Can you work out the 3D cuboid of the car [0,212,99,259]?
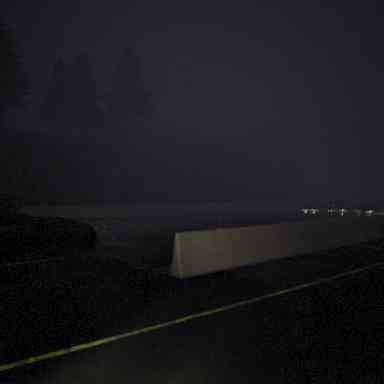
[{"bbox_3d":[-5.809,1.612,12.869,4.181,1.385,1.994,1,0,-37],"label":"car"}]

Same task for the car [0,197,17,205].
[{"bbox_3d":[-11.820,1.266,17.071,5.566,2.045,2.150,1,0,-36],"label":"car"}]

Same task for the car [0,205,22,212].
[{"bbox_3d":[-8.959,1.522,14.868,5.008,1.535,1.882,1,0,-36],"label":"car"}]
